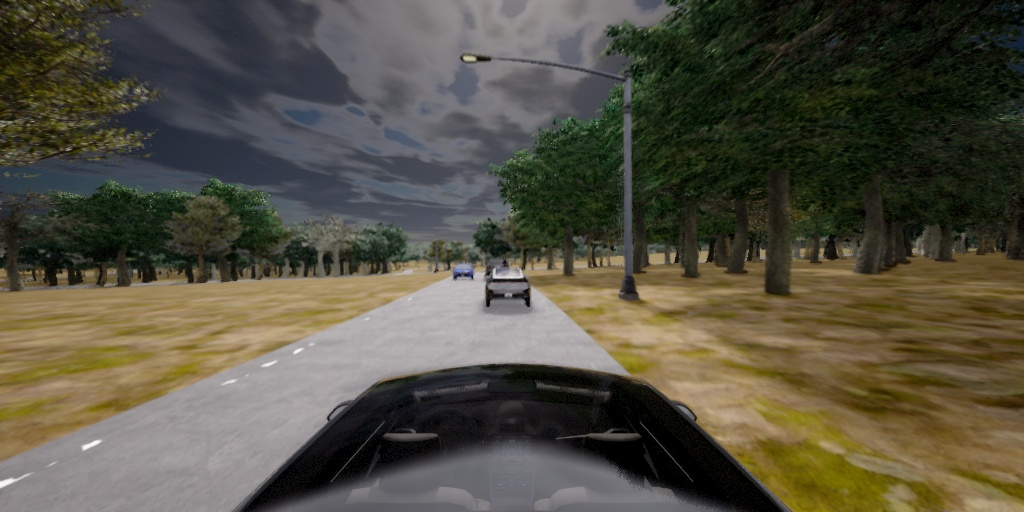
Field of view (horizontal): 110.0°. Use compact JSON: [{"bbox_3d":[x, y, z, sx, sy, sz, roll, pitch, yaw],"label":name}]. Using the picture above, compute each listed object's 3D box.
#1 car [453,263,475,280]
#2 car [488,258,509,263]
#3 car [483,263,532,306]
[{"bbox_3d":[-4.559,1.449,34.092,1.882,1.535,5.008,0,-1,-5],"label":"car"},{"bbox_3d":[-1.438,1.201,35.086,2.150,2.045,5.566,0,-1,-5],"label":"car"},{"bbox_3d":[-0.219,1.256,15.798,2.128,1.511,4.902,0,0,-2],"label":"car"}]
